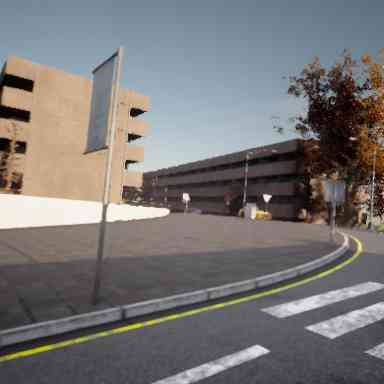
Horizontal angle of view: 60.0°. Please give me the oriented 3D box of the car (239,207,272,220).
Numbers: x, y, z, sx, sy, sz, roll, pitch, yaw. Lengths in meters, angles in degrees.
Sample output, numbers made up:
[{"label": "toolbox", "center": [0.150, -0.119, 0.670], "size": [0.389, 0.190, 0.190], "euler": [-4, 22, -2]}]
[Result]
[{"label": "car", "center": [7.601, 2.584, 40.082], "size": [1.882, 1.535, 5.008], "euler": [6, -4, -23]}]

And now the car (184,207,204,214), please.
[{"label": "car", "center": [0.349, 3.269, 56.106], "size": [2.128, 1.511, 4.902], "euler": [6, -6, -25]}]
